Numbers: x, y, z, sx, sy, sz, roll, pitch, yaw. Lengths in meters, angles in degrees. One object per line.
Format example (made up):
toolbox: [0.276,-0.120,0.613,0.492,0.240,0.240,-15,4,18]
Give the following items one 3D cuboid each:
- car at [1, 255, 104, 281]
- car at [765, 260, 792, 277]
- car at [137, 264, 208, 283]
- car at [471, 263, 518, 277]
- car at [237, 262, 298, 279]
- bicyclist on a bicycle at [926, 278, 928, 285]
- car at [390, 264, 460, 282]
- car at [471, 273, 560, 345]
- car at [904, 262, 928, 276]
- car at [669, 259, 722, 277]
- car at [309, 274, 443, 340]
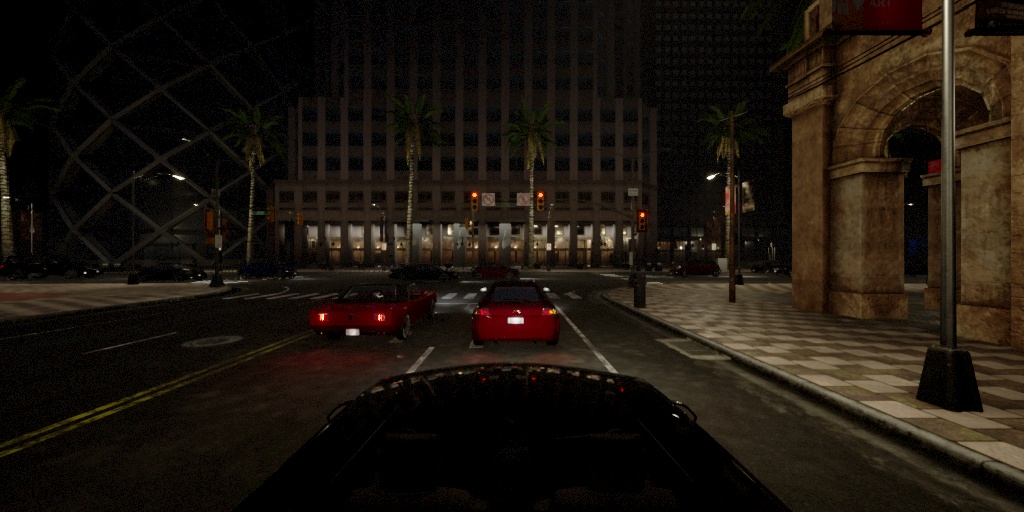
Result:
car: [-38.244,0.973,29.963,5.566,2.045,2.150,0,0,-18]
car: [28.192,1.242,35.035,4.902,1.511,2.128,0,0,0]
car: [-26.272,1.313,27.797,4.181,1.385,1.994,0,0,-2]
car: [-1.452,1.314,31.424,4.181,1.385,1.994,0,0,0]
car: [-21.343,1.275,31.396,4.674,1.442,1.812,0,0,-1]
bicyclist on a bicycle: [24.678,1.051,20.563,0.582,1.620,1.656,0,0,0]
car: [-6.769,1.297,27.941,5.357,1.411,2.033,0,0,0]
car: [0.082,1.314,9.476,1.994,1.385,4.181,0,0,0]
car: [38.627,1.297,34.990,5.357,1.411,2.033,0,0,1]
car: [17.817,1.102,35.066,4.553,1.767,2.097,0,0,0]
car: [-3.417,1.351,9.939,1.895,1.301,4.718,0,0,0]
